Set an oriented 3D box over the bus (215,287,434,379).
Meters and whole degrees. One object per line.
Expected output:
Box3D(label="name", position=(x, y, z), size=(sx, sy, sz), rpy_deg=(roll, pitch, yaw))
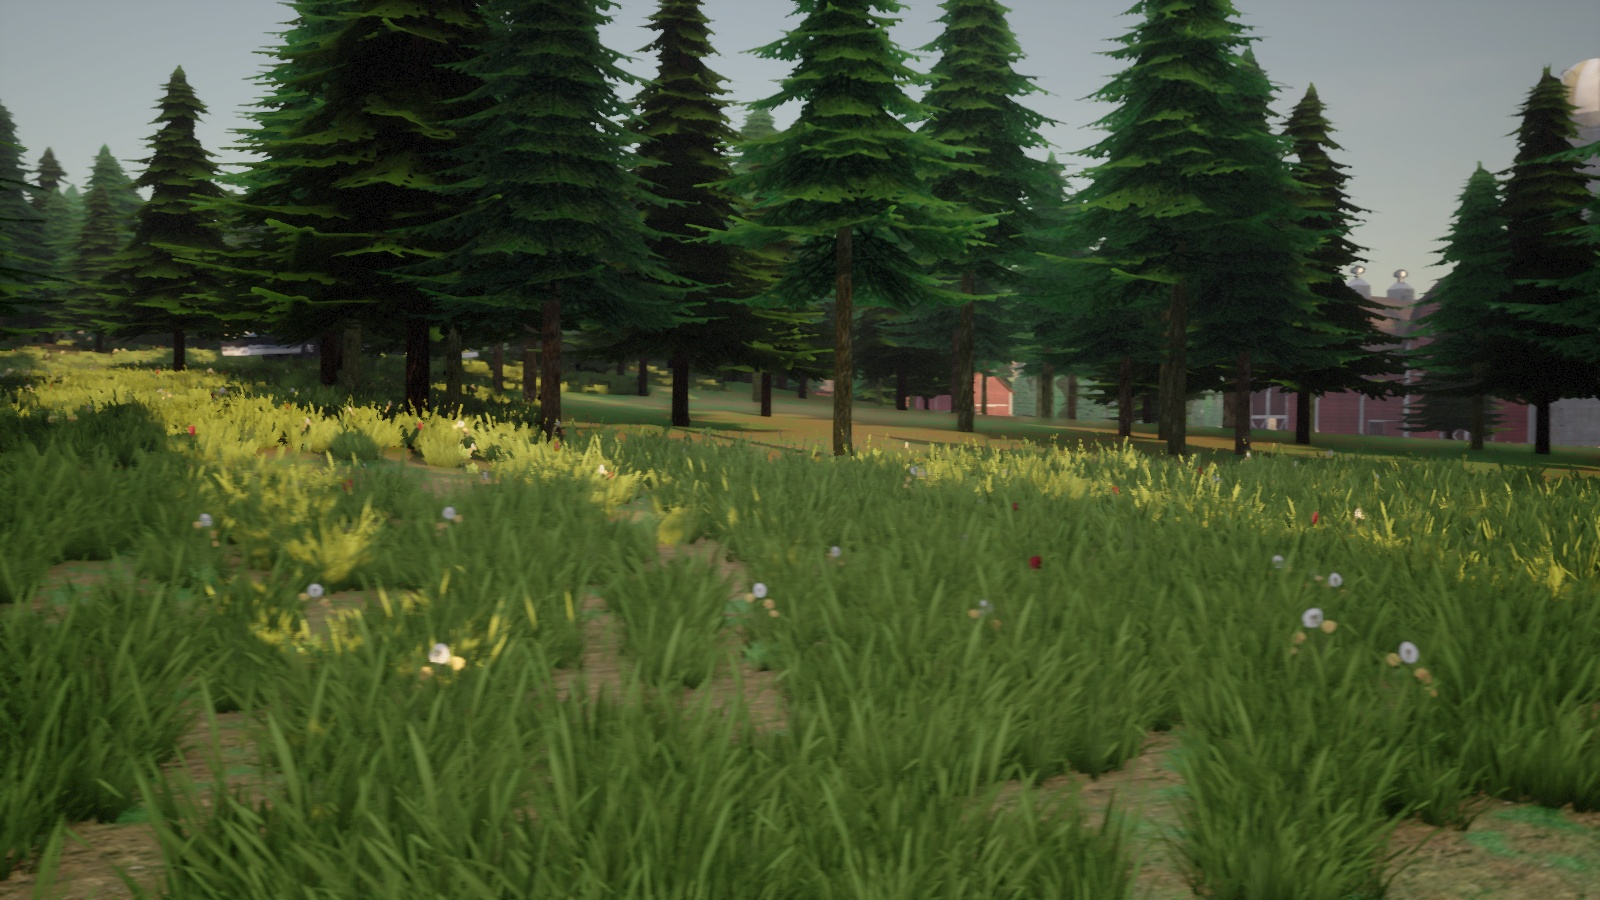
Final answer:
Box3D(label="bus", position=(-24.612, -6.217, 65.850), size=(3.944, 4.253, 10.273), rpy_deg=(-1, 6, 29))
